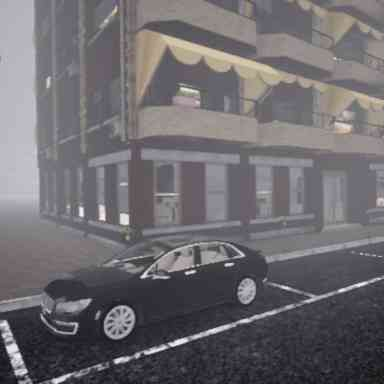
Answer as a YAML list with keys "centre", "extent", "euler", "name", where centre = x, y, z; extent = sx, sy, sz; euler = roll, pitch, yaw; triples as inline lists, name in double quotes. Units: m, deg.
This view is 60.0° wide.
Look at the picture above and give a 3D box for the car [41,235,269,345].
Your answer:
- centre: [-0.439, 1.541, 6.267]
  extent: [4.403, 1.369, 2.008]
  euler: [0, -1, -35]
  name: "car"
